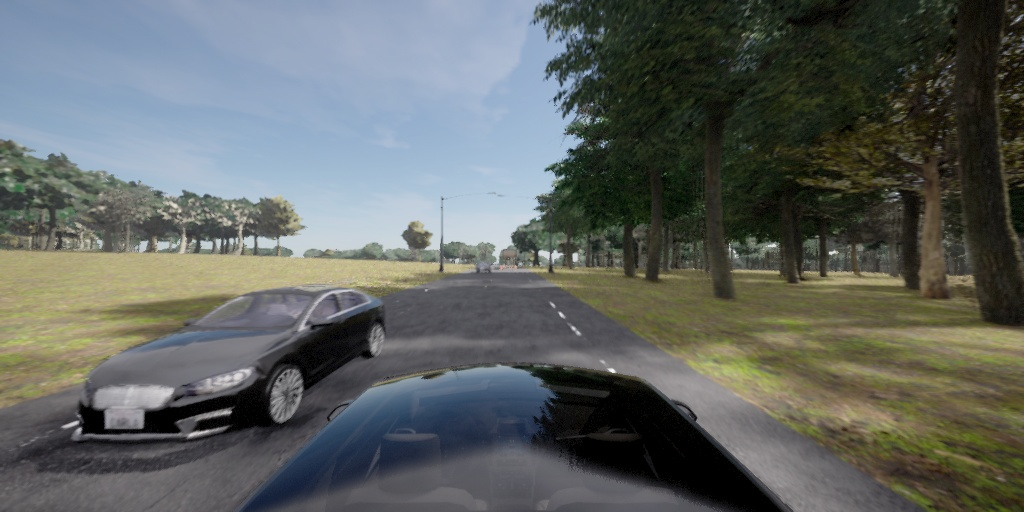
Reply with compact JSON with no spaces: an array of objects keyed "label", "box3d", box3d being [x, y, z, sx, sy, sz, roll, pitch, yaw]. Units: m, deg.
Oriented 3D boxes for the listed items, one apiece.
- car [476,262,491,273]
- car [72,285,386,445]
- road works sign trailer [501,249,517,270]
[{"label":"car","box3d":[-3.821,1.514,48.360,2.128,1.511,4.902,0,0,0]},{"label":"car","box3d":[-3.599,1.268,5.778,2.128,1.511,4.902,0,0,0]},{"label":"road works sign trailer","box3d":[-0.398,0.578,59.685,2.380,3.560,2.880,0,0,-1]}]
